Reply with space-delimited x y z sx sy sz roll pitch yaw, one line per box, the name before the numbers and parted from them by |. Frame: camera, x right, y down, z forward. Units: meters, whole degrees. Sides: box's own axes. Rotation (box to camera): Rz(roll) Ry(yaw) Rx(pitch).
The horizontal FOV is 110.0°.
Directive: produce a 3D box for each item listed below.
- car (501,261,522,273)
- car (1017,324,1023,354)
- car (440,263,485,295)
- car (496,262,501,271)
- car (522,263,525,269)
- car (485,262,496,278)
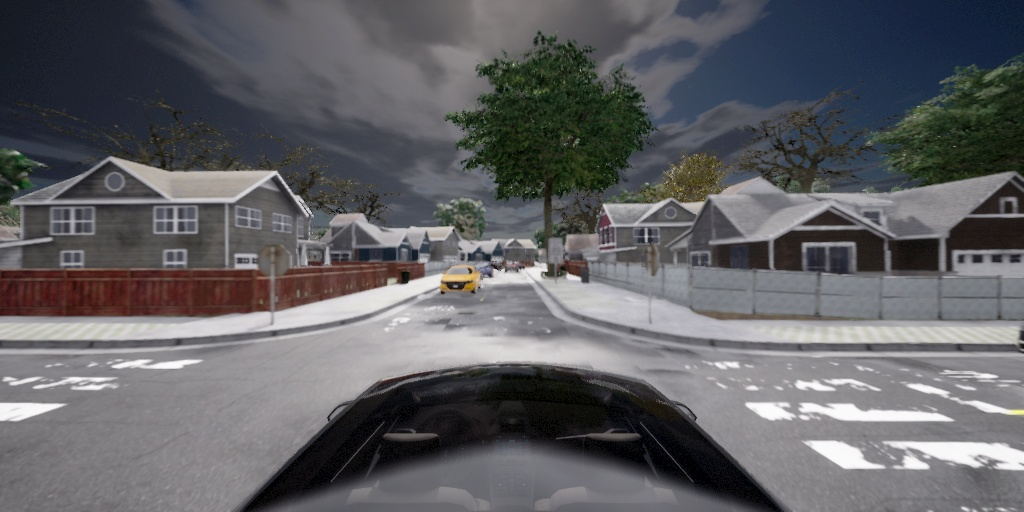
car | -0.017 1.419 48.500 2.128 1.511 4.902 -1 0 1
car | 12.081 1.354 6.273 4.902 1.511 2.128 0 -1 -1
car | -2.865 1.278 20.677 1.882 1.535 5.008 -1 0 0
car | -2.587 1.495 52.752 1.895 1.301 4.718 -1 0 4
car | 0.876 1.528 58.685 1.812 1.442 4.674 -1 -1 13
car | -2.857 1.409 35.618 1.812 1.442 4.674 -1 0 0
